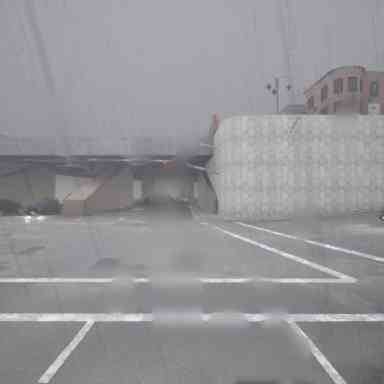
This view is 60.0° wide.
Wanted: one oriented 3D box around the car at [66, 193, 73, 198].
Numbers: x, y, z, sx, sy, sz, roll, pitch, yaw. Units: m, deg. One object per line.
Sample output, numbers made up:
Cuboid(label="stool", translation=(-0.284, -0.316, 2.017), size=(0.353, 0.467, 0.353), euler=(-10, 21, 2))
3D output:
Cuboid(label="car", translation=(-18.876, 1.221, 53.511), size=(2.150, 2.045, 5.566), euler=(0, 0, -1))

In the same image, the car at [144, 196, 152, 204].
Cuboid(label="car", translation=(-8.119, 1.547, 65.029), size=(2.033, 1.411, 5.357), euler=(0, 0, 4))

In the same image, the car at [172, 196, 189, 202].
Cuboid(label="car", translation=(-2.296, 1.524, 75.207), size=(1.812, 1.442, 4.674), euler=(0, 0, 28))

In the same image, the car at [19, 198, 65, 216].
Cuboid(label="car", translation=(-14.853, 1.548, 33.477), size=(2.033, 1.411, 5.357), euler=(0, 0, -1))

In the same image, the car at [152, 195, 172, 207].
Cuboid(label="car", translation=(-4.681, 1.491, 52.608), size=(2.128, 1.511, 4.902), euler=(0, 0, -2))

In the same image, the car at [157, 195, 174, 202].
Cuboid(label="car", translation=(-5.976, 1.500, 75.461), size=(1.837, 1.490, 4.892), euler=(0, 0, 24))

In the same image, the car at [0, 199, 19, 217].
Cuboid(label="car", translation=(-18.307, 1.477, 32.038), size=(1.882, 1.535, 5.008), euler=(0, 0, -2))

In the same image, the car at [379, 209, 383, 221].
Cuboid(label="car", translation=(12.781, 0.873, 18.258), size=(4.674, 1.442, 1.812), euler=(-7, 0, -1))
